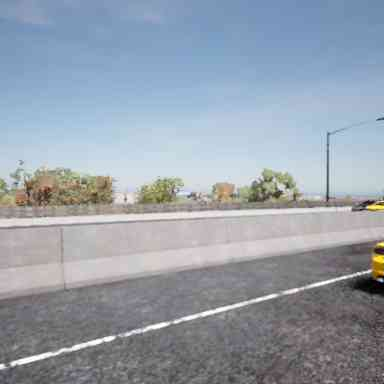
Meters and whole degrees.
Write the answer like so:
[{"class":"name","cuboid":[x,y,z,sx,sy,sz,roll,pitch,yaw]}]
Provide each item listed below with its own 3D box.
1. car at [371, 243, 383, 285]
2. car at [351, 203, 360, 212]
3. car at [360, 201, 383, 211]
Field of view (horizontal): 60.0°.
[{"class":"car","cuboid":[6.472,1.532,8.312,5.008,1.535,1.882,0,0,-35]},{"class":"car","cuboid":[21.113,1.783,39.924,4.674,1.442,1.812,1,0,-34]},{"class":"car","cuboid":[20.376,1.710,35.201,5.008,1.535,1.882,0,0,-34]}]
